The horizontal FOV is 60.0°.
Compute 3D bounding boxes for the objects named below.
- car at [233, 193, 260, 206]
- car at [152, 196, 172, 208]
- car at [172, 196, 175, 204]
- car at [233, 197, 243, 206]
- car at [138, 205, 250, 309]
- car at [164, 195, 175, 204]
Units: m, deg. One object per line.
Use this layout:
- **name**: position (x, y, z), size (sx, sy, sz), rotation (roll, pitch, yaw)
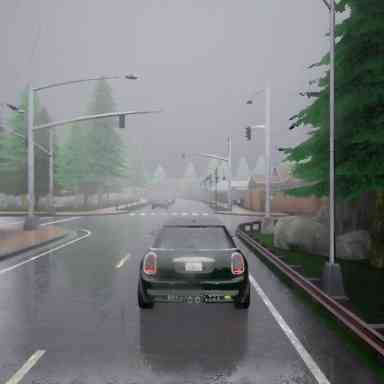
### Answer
- **car**: position (8.358, 1.146, 51.295), size (3.866, 1.878, 1.905), rotation (0, 0, -1)
- **car**: position (-4.115, 1.534, 43.746), size (1.994, 1.385, 4.181), rotation (0, 0, -1)
- **car**: position (-4.204, 1.571, 53.601), size (1.895, 1.301, 4.718), rotation (0, 0, 0)
- **car**: position (8.776, 1.144, 48.785), size (4.605, 1.855, 1.932), rotation (0, 0, -1)
- **car**: position (0.051, 1.352, 8.046), size (2.097, 1.767, 4.553), rotation (0, 0, 0)
- **car**: position (-4.290, 1.448, 63.780), size (1.882, 1.535, 5.008), rotation (0, 0, 0)
